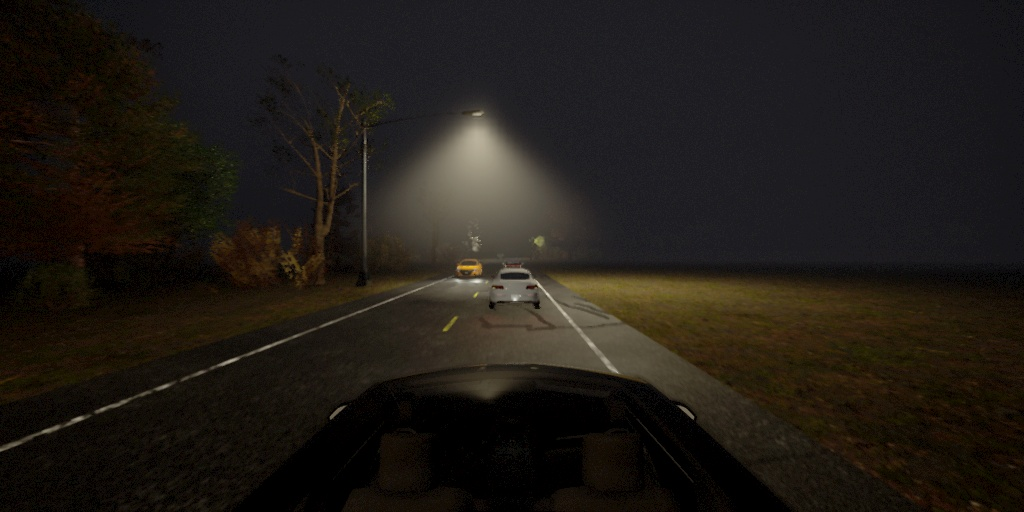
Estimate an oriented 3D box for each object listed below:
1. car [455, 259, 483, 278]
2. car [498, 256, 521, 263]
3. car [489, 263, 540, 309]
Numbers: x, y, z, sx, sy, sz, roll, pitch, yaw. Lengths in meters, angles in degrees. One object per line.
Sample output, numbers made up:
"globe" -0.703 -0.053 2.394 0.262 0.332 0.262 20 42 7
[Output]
"car" -3.589 1.027 30.566 1.882 1.535 5.008 0 0 0
"car" 0.098 1.028 32.424 2.128 1.511 4.902 0 0 0
"car" 0.101 1.189 14.359 1.812 1.442 4.674 0 0 0
